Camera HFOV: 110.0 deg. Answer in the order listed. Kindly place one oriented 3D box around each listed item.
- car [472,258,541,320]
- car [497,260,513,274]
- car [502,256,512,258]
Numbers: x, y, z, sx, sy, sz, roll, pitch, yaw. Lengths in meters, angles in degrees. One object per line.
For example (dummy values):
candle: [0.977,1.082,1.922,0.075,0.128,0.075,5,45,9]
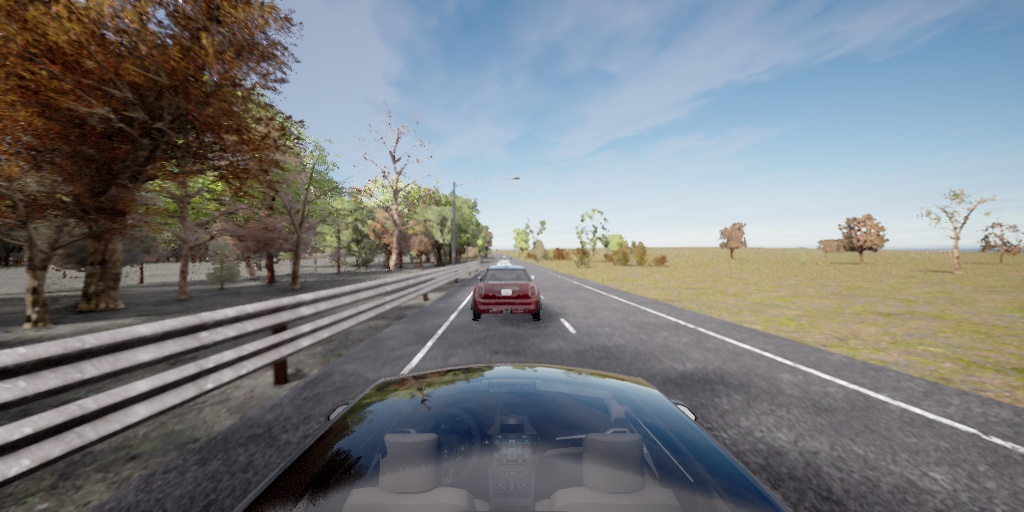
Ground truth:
car: [-0.209,1.094,12.728,2.097,1.767,4.553,0,0,-1]
car: [-0.836,1.249,41.706,1.812,1.442,4.674,0,0,-1]
car: [-1.340,1.221,64.919,1.812,1.442,4.674,0,0,-1]
